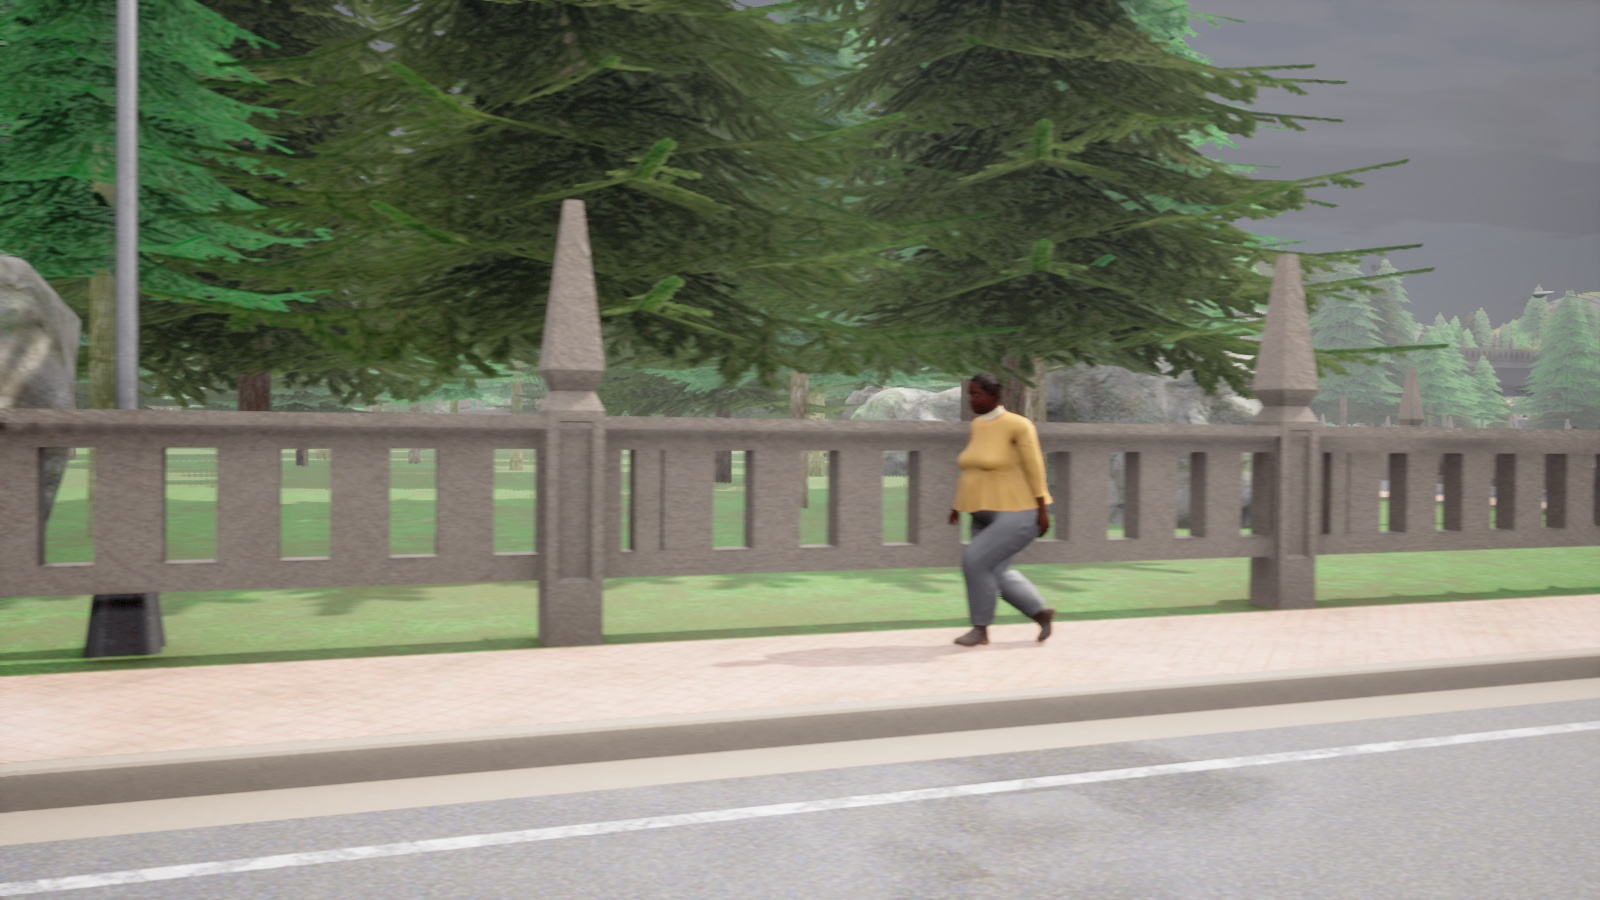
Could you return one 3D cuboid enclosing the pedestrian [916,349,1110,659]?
[{"bbox_3d":[1.347,0.311,8.063,0.900,1.855,0.874,-1,1,-19],"label":"pedestrian"}]
